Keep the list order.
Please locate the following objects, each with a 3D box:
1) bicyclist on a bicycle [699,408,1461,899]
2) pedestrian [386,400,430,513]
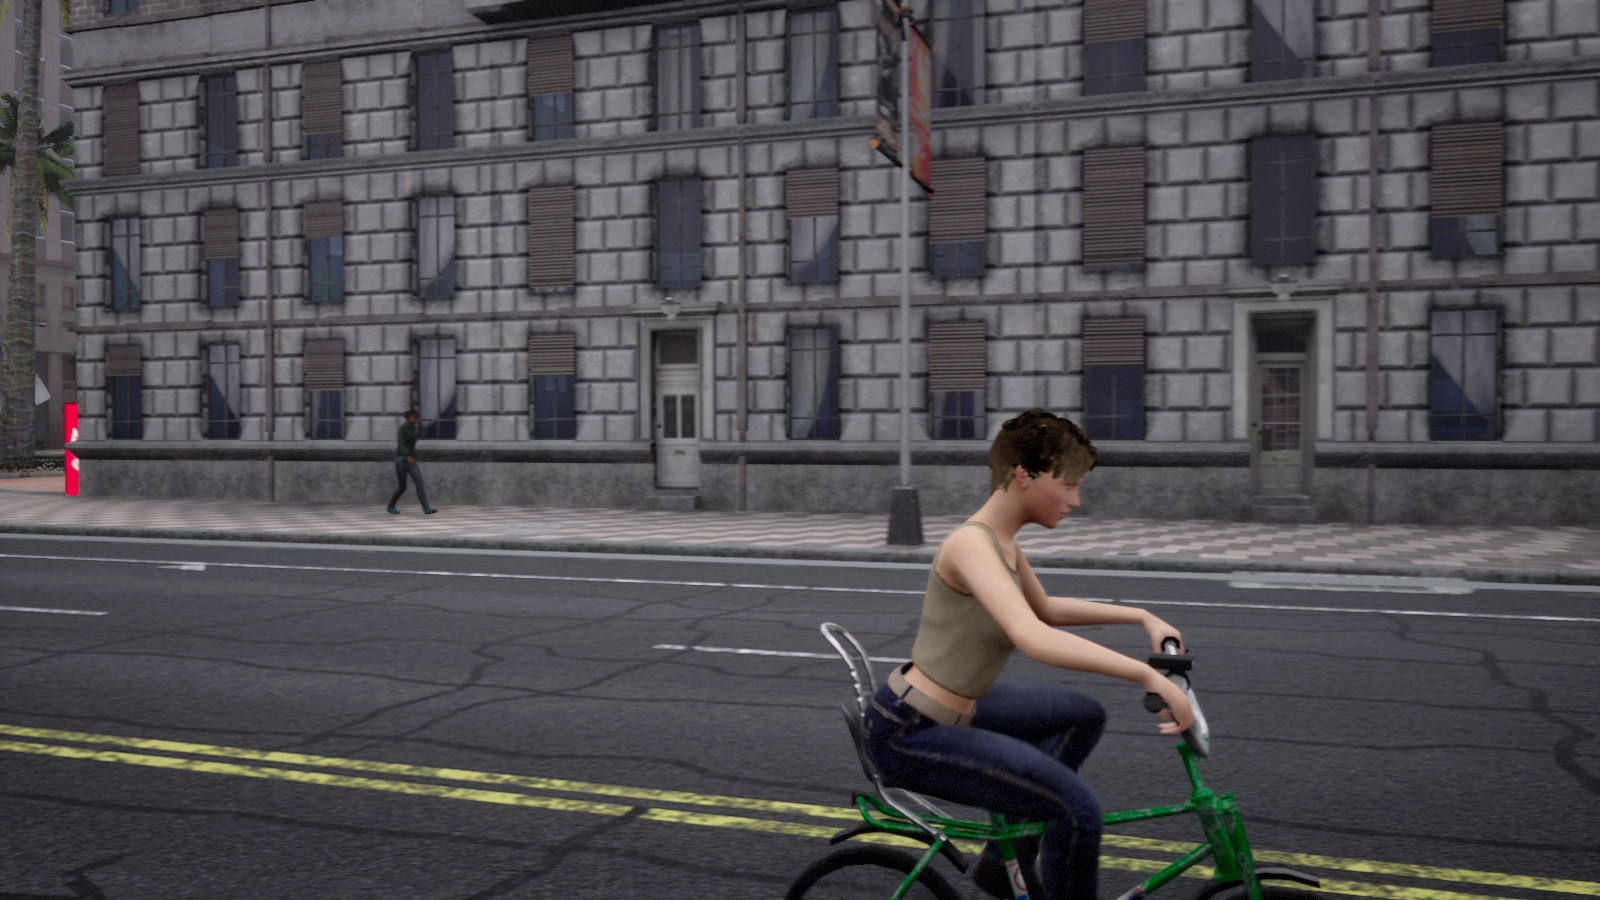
[{"bbox_3d":[0.629,0.716,2.967,1.509,1.612,0.866,1,1,18],"label":"bicyclist on a bicycle"},{"bbox_3d":[-6.501,0.102,20.848,0.614,1.847,0.353,1,1,23],"label":"pedestrian"}]
